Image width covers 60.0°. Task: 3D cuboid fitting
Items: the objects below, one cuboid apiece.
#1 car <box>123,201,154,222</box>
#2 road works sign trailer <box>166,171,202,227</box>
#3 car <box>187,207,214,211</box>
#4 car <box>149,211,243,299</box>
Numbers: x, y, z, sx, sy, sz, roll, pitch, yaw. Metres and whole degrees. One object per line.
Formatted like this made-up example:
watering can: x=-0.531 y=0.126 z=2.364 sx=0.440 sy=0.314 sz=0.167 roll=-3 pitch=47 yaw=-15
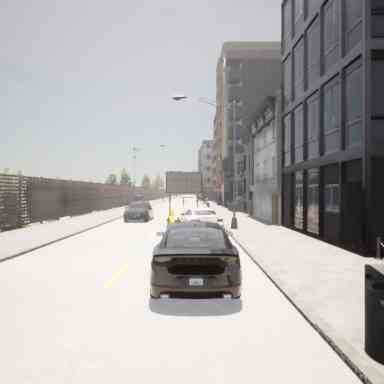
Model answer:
car: x=-4.081 y=1.504 z=25.933 sx=1.837 sy=1.490 sz=4.892 roll=0 pitch=0 yaw=0
road works sign trailer: x=-0.563 y=0.464 z=21.332 sx=2.380 sy=3.560 sz=2.880 roll=0 pitch=0 yaw=-17
car: x=0.434 y=1.539 z=17.852 sx=1.812 sy=1.442 sz=4.674 roll=0 pitch=-1 yaw=-9
car: x=0.072 y=1.477 z=8.500 sx=1.882 sy=1.535 sz=5.008 roll=0 pitch=0 yaw=0
